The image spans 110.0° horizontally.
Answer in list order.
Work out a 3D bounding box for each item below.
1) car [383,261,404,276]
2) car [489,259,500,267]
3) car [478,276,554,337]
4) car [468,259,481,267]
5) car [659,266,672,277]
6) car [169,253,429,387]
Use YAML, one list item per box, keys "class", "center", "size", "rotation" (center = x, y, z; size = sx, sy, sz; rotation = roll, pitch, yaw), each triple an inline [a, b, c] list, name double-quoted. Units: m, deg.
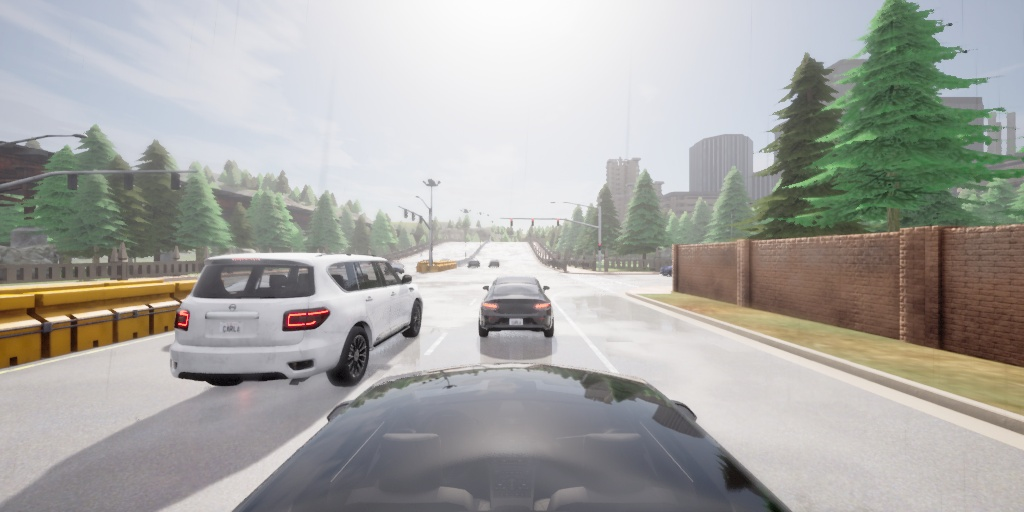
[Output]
- class: "car"
  center: [-12.907, 1.297, 39.273]
  size: [2.033, 1.411, 5.357]
  rotation: [0, 0, -17]
- class: "car"
  center: [-3.126, 1.273, 64.633]
  size: [1.812, 1.442, 4.674]
  rotation: [0, 0, 0]
- class: "car"
  center: [0.116, 1.276, 10.146]
  size: [1.812, 1.442, 4.674]
  rotation: [0, 0, 1]
- class: "car"
  center: [-6.614, 1.241, 63.551]
  size: [2.128, 1.511, 4.902]
  rotation: [0, 0, 0]
- class: "car"
  center: [17.054, 1.276, 35.442]
  size: [4.674, 1.442, 1.812]
  rotation: [0, 0, 0]
- class: "car"
  center: [-3.416, 0.971, 7.091]
  size: [2.150, 2.045, 5.566]
  rotation: [0, 0, 1]
